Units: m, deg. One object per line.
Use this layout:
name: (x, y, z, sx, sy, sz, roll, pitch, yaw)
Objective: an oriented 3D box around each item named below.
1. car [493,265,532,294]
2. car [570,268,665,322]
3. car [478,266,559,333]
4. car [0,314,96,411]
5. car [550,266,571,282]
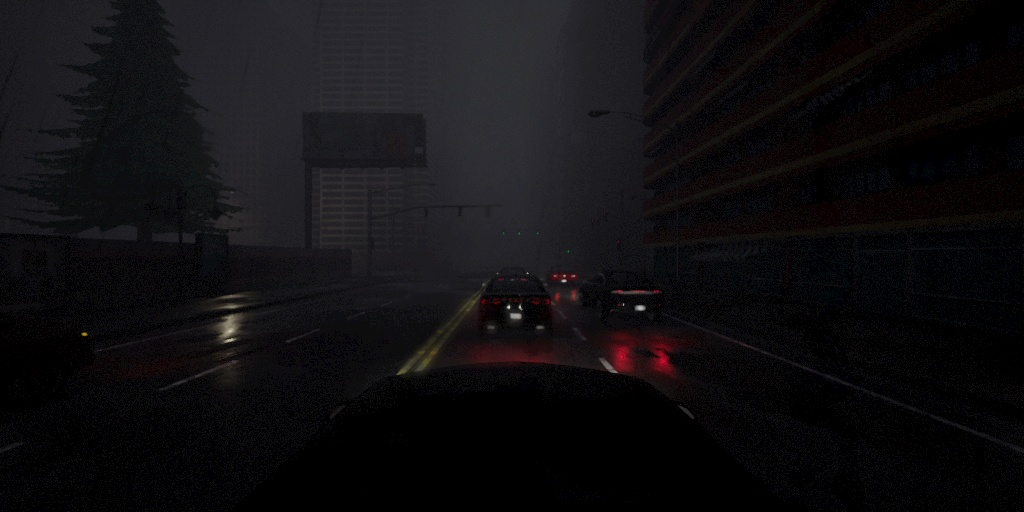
car: (0.038, 1.330, 21.812, 2.033, 1.411, 5.357, 0, 0, 0)
car: (3.588, 1.256, 12.451, 2.128, 1.511, 4.902, 0, -1, 0)
car: (0.089, 1.242, 10.816, 1.882, 1.535, 5.008, 0, 0, 0)
car: (-7.101, 1.278, 3.396, 1.812, 1.442, 4.674, 0, 0, -1)
car: (3.555, 1.392, 26.592, 1.895, 1.301, 4.718, 0, 0, 0)
